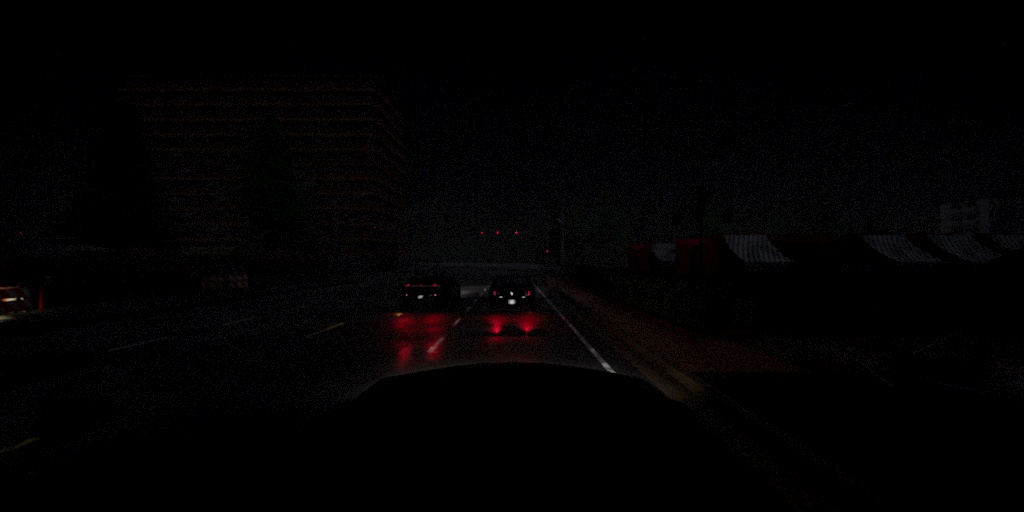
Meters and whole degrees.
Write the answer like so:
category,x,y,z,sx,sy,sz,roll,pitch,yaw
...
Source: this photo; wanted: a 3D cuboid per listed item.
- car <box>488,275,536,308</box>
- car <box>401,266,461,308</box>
category,x,y,z,sx,sy,sz,roll,pitch,yaw
car,0.000,1.484,15.957,1.895,1.301,4.718,0,0,0
car,-3.498,1.378,16.148,2.128,1.511,4.902,0,0,0
